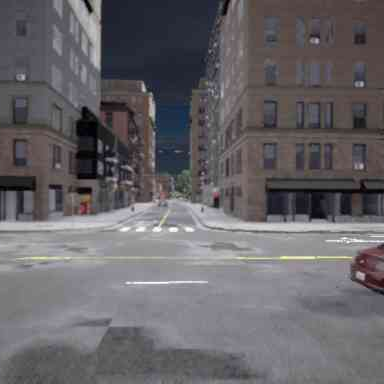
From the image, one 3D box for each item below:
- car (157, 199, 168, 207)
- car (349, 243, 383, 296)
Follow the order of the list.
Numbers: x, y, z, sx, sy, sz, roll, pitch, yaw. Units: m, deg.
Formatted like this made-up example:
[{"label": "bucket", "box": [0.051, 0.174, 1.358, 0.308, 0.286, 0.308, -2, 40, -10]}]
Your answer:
[{"label": "car", "box": [-5.586, 2.148, 63.806, 2.128, 1.511, 4.902, 0, -1, -4]}, {"label": "car", "box": [5.873, 1.639, 7.174, 4.674, 1.442, 1.812, 1, 0, -2]}]
